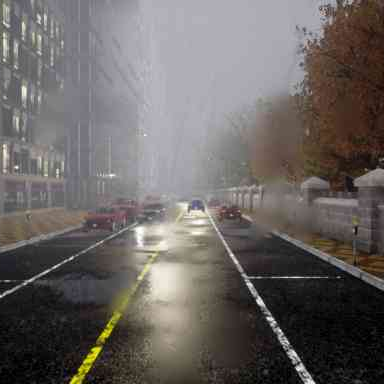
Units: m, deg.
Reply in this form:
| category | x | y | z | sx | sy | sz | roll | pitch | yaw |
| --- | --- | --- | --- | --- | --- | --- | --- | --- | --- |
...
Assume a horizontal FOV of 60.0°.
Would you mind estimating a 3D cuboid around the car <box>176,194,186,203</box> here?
| category | x | y | z | sx | sy | sz | roll | pitch | yaw |
| --- | --- | --- | --- | --- | --- | --- | --- | --- | --- |
| car | -1.645 | 1.564 | 66.529 | 1.994 | 1.385 | 4.181 | 0 | 0 | 2 |

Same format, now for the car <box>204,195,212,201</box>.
| category | x | y | z | sx | sy | sz | roll | pitch | yaw |
| --- | --- | --- | --- | --- | --- | --- | --- | --- | --- |
| car | 4.315 | 1.548 | 88.250 | 2.008 | 1.369 | 4.403 | 0 | 0 | 1 |

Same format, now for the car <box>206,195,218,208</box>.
| category | x | y | z | sx | sy | sz | roll | pitch | yaw |
| --- | --- | --- | --- | --- | --- | --- | --- | --- | --- |
| car | 3.317 | 1.545 | 48.898 | 1.887 | 1.381 | 4.507 | 0 | 0 | 1 |

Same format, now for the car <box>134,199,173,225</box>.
| category | x | y | z | sx | sy | sz | roll | pitch | yaw |
| --- | --- | --- | --- | --- | --- | --- | --- | --- | --- |
| car | -2.690 | 1.504 | 24.132 | 1.837 | 1.490 | 4.892 | 0 | 0 | 1 |

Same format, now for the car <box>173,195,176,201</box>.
| category | x | y | z | sx | sy | sz | roll | pitch | yaw |
| --- | --- | --- | --- | --- | --- | --- | --- | --- | --- |
| car | -4.569 | 1.550 | 59.493 | 2.008 | 1.369 | 4.403 | 0 | 0 | 2 |

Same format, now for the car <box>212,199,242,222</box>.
| category | x | y | z | sx | sy | sz | roll | pitch | yaw |
| --- | --- | --- | --- | --- | --- | --- | --- | --- | --- |
| car | 2.888 | 1.544 | 26.340 | 1.887 | 1.381 | 4.507 | 0 | 0 | 1 |

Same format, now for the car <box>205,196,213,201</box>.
| category | x | y | z | sx | sy | sz | roll | pitch | yaw |
| --- | --- | --- | --- | --- | --- | --- | --- | --- | --- |
| car | 4.209 | 1.581 | 82.631 | 1.802 | 1.307 | 4.206 | 0 | 0 | 1 |

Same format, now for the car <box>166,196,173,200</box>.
| category | x | y | z | sx | sy | sz | roll | pitch | yaw |
| --- | --- | --- | --- | --- | --- | --- | --- | --- | --- |
| car | -4.728 | 1.550 | 53.875 | 2.008 | 1.369 | 4.403 | 0 | 0 | 1 |

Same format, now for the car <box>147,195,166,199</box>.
| category | x | y | z | sx | sy | sz | roll | pitch | yaw |
| --- | --- | --- | --- | --- | --- | --- | --- | --- | --- |
| car | -5.000 | 1.314 | 42.633 | 2.192 | 1.841 | 5.009 | 0 | 0 | 1 |

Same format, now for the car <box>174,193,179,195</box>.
| category | x | y | z | sx | sy | sz | roll | pitch | yaw |
| --- | --- | --- | --- | --- | --- | --- | --- | --- | --- |
| car | -4.101 | 1.550 | 76.383 | 2.008 | 1.369 | 4.403 | 0 | 0 | 1 |

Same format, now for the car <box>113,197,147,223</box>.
| category | x | y | z | sx | sy | sz | roll | pitch | yaw |
| --- | --- | --- | --- | --- | --- | --- | --- | --- | --- |
| car | -5.145 | 1.314 | 25.757 | 2.192 | 1.841 | 5.009 | 0 | 0 | 1 |

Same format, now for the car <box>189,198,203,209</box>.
| category | x | y | z | sx | sy | sz | roll | pitch | yaw |
| --- | --- | --- | --- | --- | --- | --- | --- | --- | --- |
| car | 0.636 | 1.601 | 47.626 | 1.895 | 1.301 | 4.718 | 0 | 0 | 2 |

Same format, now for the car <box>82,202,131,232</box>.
| category | x | y | z | sx | sy | sz | roll | pitch | yaw |
| --- | --- | --- | --- | --- | --- | --- | --- | --- | --- |
| car | -5.209 | 1.544 | 20.131 | 1.887 | 1.381 | 4.507 | 0 | 0 | 1 |

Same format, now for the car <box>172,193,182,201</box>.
| category | x | y | z | sx | sy | sz | roll | pitch | yaw |
| --- | --- | --- | --- | --- | --- | --- | --- | --- | --- |
| car | -3.867 | 1.312 | 87.660 | 2.192 | 1.841 | 5.009 | 0 | 0 | 1 |

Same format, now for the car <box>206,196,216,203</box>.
| category | x | y | z | sx | sy | sz | roll | pitch | yaw |
| --- | --- | --- | --- | --- | --- | --- | --- | --- | --- |
| car | 3.947 | 1.551 | 71.397 | 2.008 | 1.369 | 4.403 | 0 | 0 | 1 |

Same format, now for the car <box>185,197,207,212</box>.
| category | x | y | z | sx | sy | sz | roll | pitch | yaw |
| --- | --- | --- | --- | --- | --- | --- | --- | --- | --- |
| car | 0.468 | 1.526 | 37.739 | 1.812 | 1.442 | 4.674 | 0 | 0 | 1 |
